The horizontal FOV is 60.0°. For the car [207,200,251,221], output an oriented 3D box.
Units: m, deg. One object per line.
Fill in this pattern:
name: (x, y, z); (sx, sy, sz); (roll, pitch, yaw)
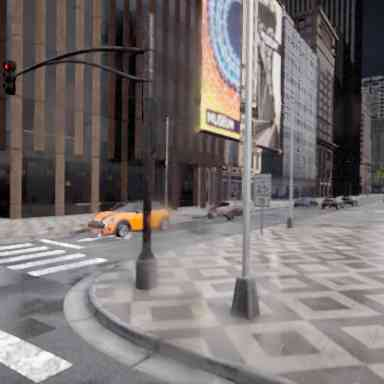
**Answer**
car: (3.026, 1.391, 26.176); (1.812, 1.442, 4.674); (1, 1, 35)

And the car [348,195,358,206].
car: (23.471, 1.297, 49.700); (1.837, 1.490, 4.892); (1, 1, 35)

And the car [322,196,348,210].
car: (17.489, 1.342, 41.160); (1.837, 1.490, 4.892); (1, 1, 36)

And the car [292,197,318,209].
car: (14.465, 1.334, 42.256); (2.033, 1.411, 5.357); (1, 1, 36)

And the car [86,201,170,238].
car: (-3.221, 1.259, 17.389); (2.097, 1.767, 4.553); (1, 1, 36)
